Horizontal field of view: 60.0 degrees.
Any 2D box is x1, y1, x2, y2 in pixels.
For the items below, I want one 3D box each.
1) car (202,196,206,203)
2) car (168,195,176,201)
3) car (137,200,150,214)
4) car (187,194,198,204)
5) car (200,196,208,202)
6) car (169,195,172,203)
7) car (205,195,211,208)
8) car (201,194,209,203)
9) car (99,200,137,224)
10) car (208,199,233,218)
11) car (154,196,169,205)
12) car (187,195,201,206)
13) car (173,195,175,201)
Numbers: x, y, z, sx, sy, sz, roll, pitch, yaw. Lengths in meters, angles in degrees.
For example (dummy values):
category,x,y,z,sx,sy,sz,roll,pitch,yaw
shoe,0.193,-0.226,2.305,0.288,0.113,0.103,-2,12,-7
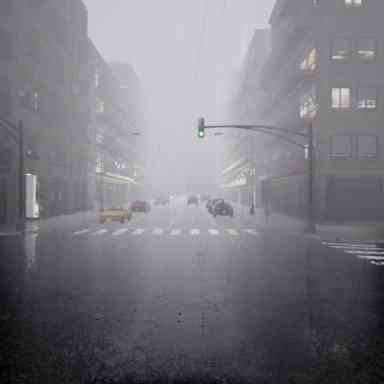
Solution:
category,x,y,z,sx,sy,sz,roll,pitch,yaw
car,2.793,1.595,47.122,1.802,1.307,4.206,1,0,0
car,-5.499,1.586,91.340,2.008,1.369,4.403,1,0,0
car,-5.609,1.554,36.106,1.887,1.381,4.507,1,0,0
car,0.135,1.374,66.794,2.097,1.767,4.553,0,0,0
car,2.860,1.594,80.263,1.947,1.339,4.313,1,0,0
car,-5.554,1.571,63.724,2.008,1.369,4.403,1,0,0
car,2.773,1.449,36.076,1.967,1.590,4.097,1,0,0
car,2.840,1.338,69.217,2.192,1.841,5.009,1,0,0
car,-5.631,1.531,24.889,1.752,1.417,4.829,1,0,0
car,2.761,1.552,30.552,1.887,1.381,4.507,1,0,0
car,-5.566,1.543,58.030,1.752,1.417,4.829,1,0,0
car,0.116,1.522,56.401,1.837,1.490,4.892,0,0,0
car,-5.510,1.557,85.646,1.752,1.417,4.829,1,0,0
